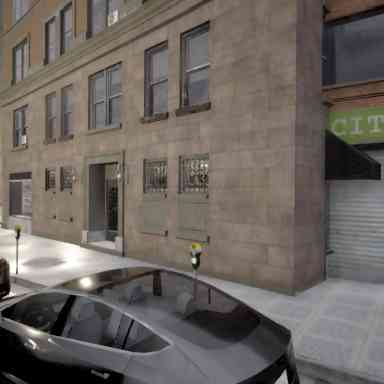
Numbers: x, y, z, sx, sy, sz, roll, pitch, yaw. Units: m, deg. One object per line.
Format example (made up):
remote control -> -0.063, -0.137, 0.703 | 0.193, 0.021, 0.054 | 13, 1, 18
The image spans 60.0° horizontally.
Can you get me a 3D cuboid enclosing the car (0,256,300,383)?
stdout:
car -> -1.010, 1.565, 3.793 | 4.313, 1.339, 1.947 | 0, 1, 35
